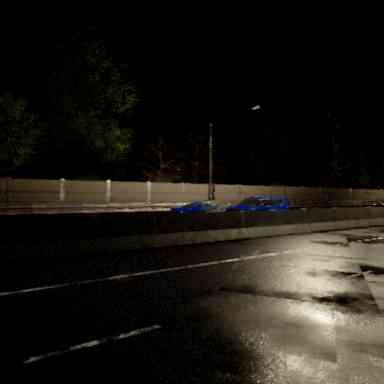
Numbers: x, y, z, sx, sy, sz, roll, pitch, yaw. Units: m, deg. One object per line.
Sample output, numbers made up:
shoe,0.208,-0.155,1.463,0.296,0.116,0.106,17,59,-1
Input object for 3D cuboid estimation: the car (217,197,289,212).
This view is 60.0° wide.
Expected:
car,4.849,1.387,24.648,5.566,2.045,2.150,1,0,-35

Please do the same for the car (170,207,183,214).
car,0.333,1.638,30.022,5.008,1.535,1.882,1,0,-35

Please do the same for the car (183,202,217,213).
car,2.252,1.706,27.095,5.357,1.411,2.033,1,0,-35
